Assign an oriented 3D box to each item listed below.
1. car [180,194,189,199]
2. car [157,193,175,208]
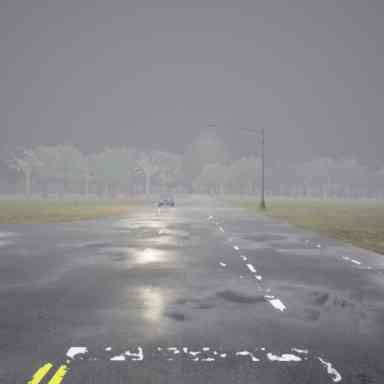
[{"bbox_3d":[-2.014,1.216,89.826,1.837,1.490,4.892,0,0,7],"label":"car"},{"bbox_3d":[-3.566,1.112,46.766,2.150,2.045,5.566,0,0,0],"label":"car"}]
